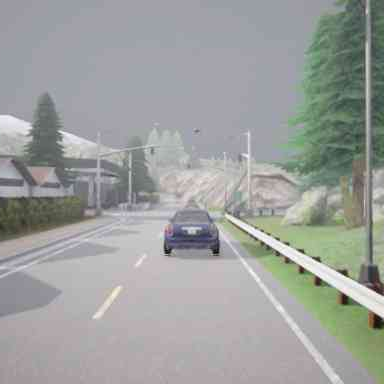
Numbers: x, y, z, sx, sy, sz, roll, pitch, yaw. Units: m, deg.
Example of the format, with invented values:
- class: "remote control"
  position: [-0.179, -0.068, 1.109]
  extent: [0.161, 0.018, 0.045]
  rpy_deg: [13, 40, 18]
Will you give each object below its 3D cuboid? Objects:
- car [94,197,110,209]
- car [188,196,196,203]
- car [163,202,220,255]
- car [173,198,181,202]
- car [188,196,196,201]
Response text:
- class: "car"
  position: [-14.566, 1.793, 54.026]
  extent: [1.905, 1.878, 3.866]
  rpy_deg: [0, -1, -1]
- class: "car"
  position: [-0.067, 2.011, 93.112]
  extent: [2.097, 1.767, 4.553]
  rpy_deg: [0, -1, -2]
- class: "car"
  position: [-0.007, 1.477, 14.081]
  extent: [2.097, 1.767, 4.553]
  rpy_deg: [0, -1, 0]
- class: "car"
  position: [-3.556, 2.229, 79.612]
  extent: [1.812, 1.442, 4.674]
  rpy_deg: [0, -1, 0]
- class: "car"
  position: [-0.058, 2.240, 81.886]
  extent: [1.812, 1.442, 4.674]
  rpy_deg: [0, -1, 0]
